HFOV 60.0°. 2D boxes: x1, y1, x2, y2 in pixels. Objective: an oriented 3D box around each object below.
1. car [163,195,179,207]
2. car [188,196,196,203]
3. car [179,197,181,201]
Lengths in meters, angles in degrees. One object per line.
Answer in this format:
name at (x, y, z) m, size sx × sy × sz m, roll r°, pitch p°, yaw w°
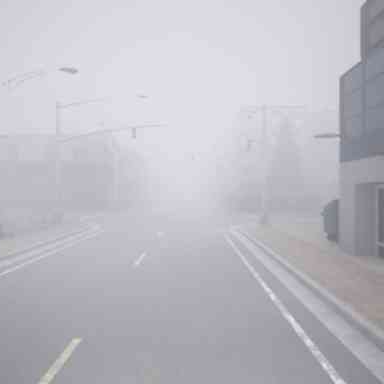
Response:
car at (-3.562, 1.601, 53.942) m, size 1.837 × 1.490 × 4.892 m, roll 0°, pitch 0°, yaw 0°
car at (-0.006, 1.530, 69.798) m, size 2.033 × 1.411 × 5.357 m, roll 0°, pitch 0°, yaw 0°
car at (-3.506, 1.427, 69.957) m, size 1.837 × 1.490 × 4.892 m, roll 0°, pitch 0°, yaw 0°
